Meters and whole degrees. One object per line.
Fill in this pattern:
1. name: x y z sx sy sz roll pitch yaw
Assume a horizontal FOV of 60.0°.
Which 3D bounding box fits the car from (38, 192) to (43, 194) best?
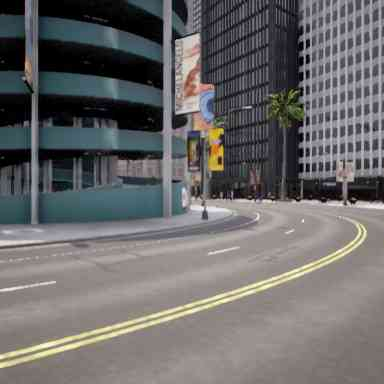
1. car: -25.840 0.966 57.717 2.435 2.045 5.566 0 0 -36
